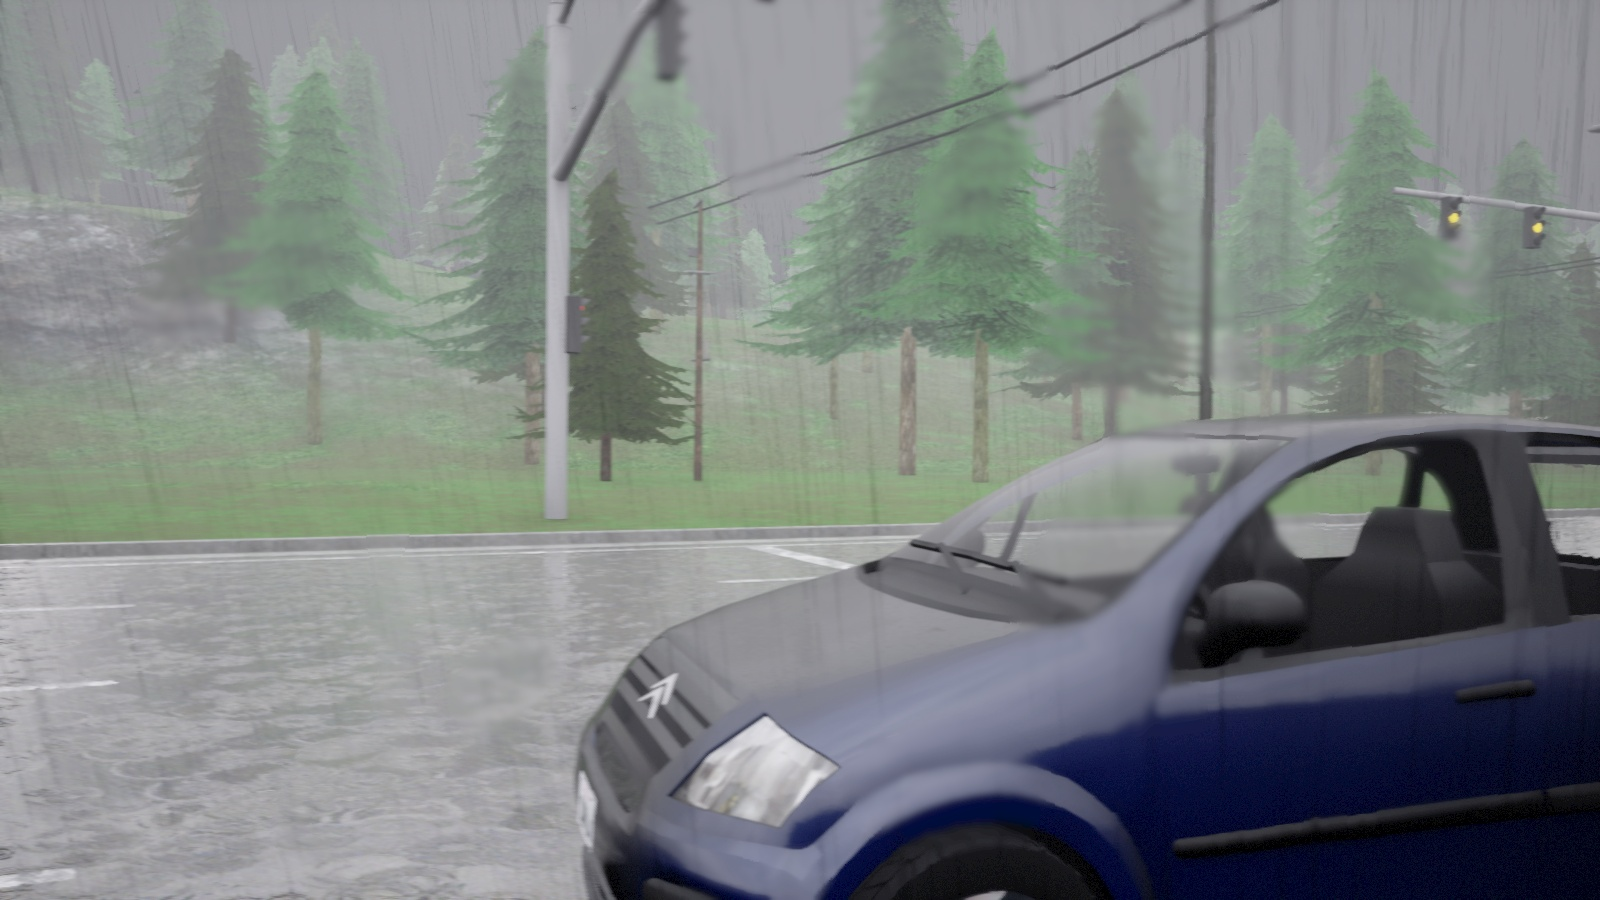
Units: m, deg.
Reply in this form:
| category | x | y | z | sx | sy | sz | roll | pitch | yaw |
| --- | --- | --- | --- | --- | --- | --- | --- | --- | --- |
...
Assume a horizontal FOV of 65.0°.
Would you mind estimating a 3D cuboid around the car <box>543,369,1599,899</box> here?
| category | x | y | z | sx | sy | sz | roll | pitch | yaw |
| --- | --- | --- | --- | --- | --- | --- | --- | --- | --- |
| car | 1.353 | 0.619 | 3.782 | 3.988 | 1.617 | 1.851 | -1 | 1 | -17 |
